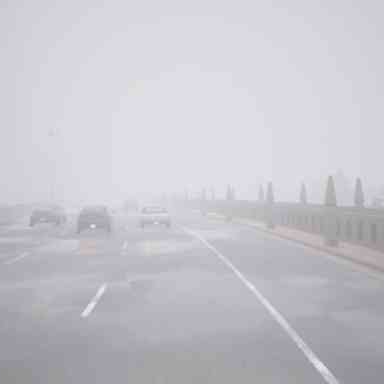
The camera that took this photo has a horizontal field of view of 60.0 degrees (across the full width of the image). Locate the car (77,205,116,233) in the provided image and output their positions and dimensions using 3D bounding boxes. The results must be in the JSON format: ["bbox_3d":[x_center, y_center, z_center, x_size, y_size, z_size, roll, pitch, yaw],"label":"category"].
[{"bbox_3d":[-5.699,1.545,19.907,1.837,1.490,4.892,0,0,-11],"label":"car"}]

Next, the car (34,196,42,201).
[{"bbox_3d":[-37.932,1.660,82.552,1.837,1.490,4.892,0,0,-16],"label":"car"}]

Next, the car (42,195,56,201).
[{"bbox_3d":[-32.692,1.543,77.017,2.097,1.767,4.553,0,0,-16],"label":"car"}]

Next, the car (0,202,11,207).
[{"bbox_3d":[-20.747,1.713,35.284,1.895,1.301,4.718,0,0,-16],"label":"car"}]

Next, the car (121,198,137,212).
[{"bbox_3d":[-7.594,1.570,40.852,1.837,1.490,4.892,0,0,-16],"label":"car"}]

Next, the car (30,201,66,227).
[{"bbox_3d":[-10.099,1.586,23.553,1.812,1.442,4.674,0,0,-13],"label":"car"}]

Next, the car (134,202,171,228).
[{"bbox_3d":[-2.685,1.631,22.679,1.895,1.301,4.718,0,0,-13],"label":"car"}]

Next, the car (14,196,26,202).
[{"bbox_3d":[-40.272,1.640,78.038,1.994,1.385,4.181,0,0,-16],"label":"car"}]
